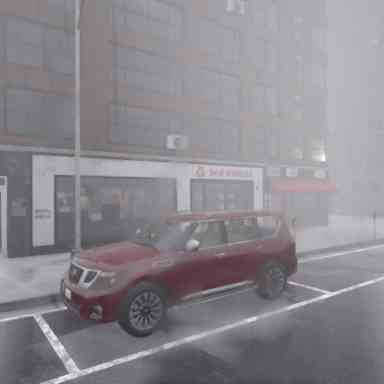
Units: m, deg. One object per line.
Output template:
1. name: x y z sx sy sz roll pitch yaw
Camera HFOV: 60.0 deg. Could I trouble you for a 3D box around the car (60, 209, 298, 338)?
1. car: 0.055 1.313 6.806 5.009 1.841 2.192 0 0 -36
